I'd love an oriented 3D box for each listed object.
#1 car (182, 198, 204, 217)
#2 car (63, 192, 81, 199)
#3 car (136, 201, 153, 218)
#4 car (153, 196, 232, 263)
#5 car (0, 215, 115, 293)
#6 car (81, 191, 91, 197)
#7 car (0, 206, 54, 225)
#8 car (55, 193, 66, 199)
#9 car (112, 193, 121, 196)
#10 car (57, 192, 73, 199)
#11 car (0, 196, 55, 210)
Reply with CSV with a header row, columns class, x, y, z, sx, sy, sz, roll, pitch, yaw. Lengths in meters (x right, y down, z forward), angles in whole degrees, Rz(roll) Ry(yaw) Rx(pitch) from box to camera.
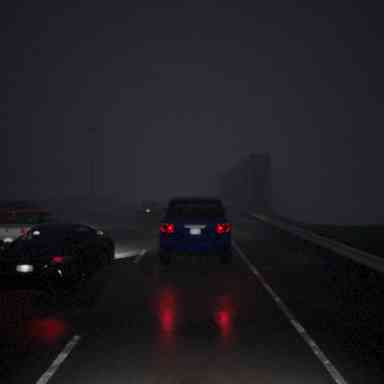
class,x,y,z,sx,sy,sz,roll,pitch,yaw
car,0.079,1.326,30.283,1.837,1.490,4.892,0,0,0
car,-24.081,1.166,65.424,1.994,1.385,4.181,0,0,1
car,-3.410,1.400,27.675,1.994,1.385,4.181,0,0,0
car,0.107,1.151,11.774,2.150,2.045,5.566,0,0,0
car,-3.403,1.511,8.777,1.994,1.385,4.181,0,0,0
car,-27.332,0.688,84.550,2.150,2.045,5.566,0,0,0
car,-6.905,1.513,14.741,1.895,1.301,4.718,0,0,0
car,-20.987,1.270,49.465,1.994,1.385,4.181,0,0,1
car,-20.367,0.887,89.522,1.812,1.442,4.674,0,0,0
car,-30.824,0.872,80.987,2.097,1.767,4.553,0,0,0
car,-10.405,1.233,19.970,2.097,1.767,4.553,0,0,0
